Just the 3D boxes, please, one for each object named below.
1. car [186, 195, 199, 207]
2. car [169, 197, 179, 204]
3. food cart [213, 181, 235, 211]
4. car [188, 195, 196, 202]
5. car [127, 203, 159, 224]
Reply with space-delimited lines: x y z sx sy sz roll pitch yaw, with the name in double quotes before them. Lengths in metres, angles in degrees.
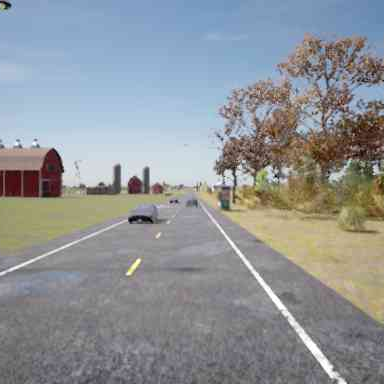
"car" 0.018 1.546 53.200 2.128 1.511 4.902 0 0 0
"car" -3.500 1.621 66.531 2.033 1.411 5.357 0 0 0
"food cart" 4.020 0.510 41.979 2.280 3.560 4.660 1 1 0
"car" 0.003 1.406 73.919 1.812 1.442 4.674 0 0 0
"car" -3.594 1.575 25.455 2.033 1.411 5.357 0 0 0
